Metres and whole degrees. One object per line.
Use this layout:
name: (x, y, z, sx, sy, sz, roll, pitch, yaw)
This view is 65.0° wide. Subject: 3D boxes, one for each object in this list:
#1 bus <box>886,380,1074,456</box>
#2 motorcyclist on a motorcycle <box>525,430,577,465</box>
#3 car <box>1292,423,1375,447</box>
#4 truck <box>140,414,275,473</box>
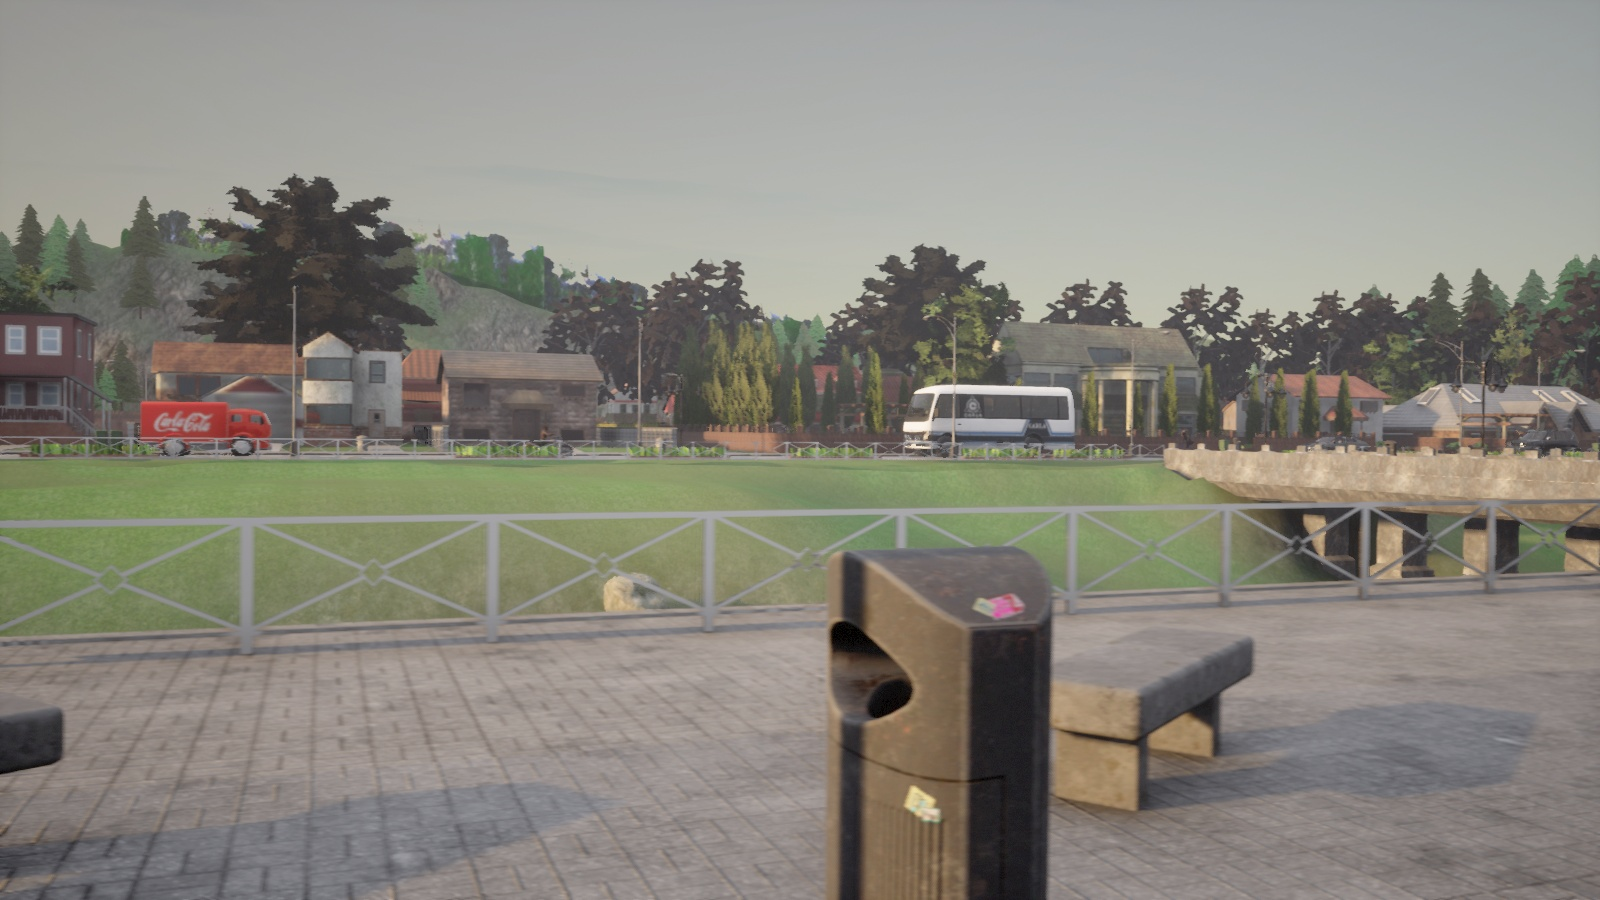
bus: (10.576, -1.894, 73.755, 10.273, 4.253, 3.944, -1, 1, -21)
motorcyclist on a motorcycle: (-12.064, -0.113, 60.903, 2.350, 1.649, 0.766, -1, 1, -21)
car: (35.327, -0.983, 83.163, 4.902, 1.511, 2.128, -1, 1, -21)
truck: (-26.102, -0.311, 55.571, 5.204, 2.467, 2.627, -1, 1, -21)
